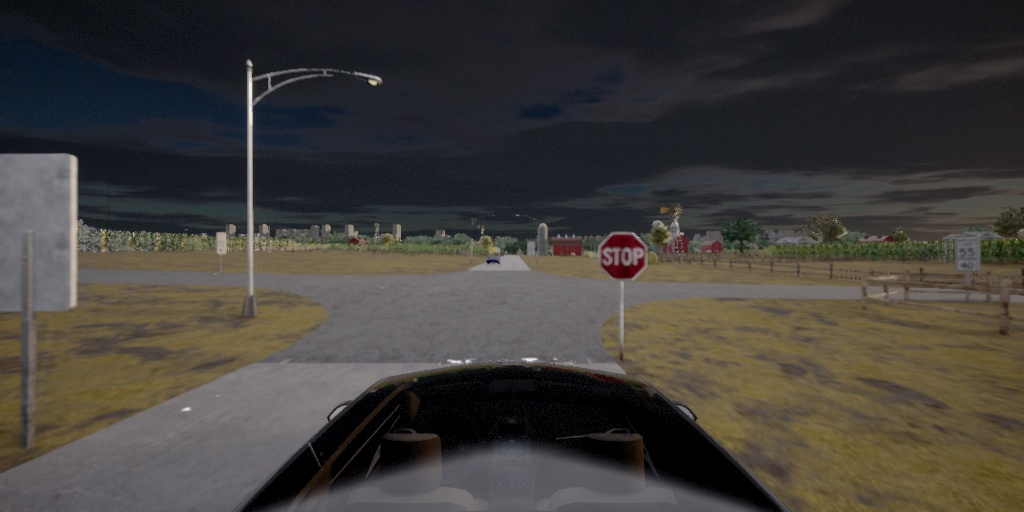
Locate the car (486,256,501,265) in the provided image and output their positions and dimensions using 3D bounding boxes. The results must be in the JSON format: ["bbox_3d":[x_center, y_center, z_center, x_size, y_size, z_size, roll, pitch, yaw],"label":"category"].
[{"bbox_3d":[-2.596,0.591,50.113,1.895,1.301,4.718,0,1,0],"label":"car"}]
